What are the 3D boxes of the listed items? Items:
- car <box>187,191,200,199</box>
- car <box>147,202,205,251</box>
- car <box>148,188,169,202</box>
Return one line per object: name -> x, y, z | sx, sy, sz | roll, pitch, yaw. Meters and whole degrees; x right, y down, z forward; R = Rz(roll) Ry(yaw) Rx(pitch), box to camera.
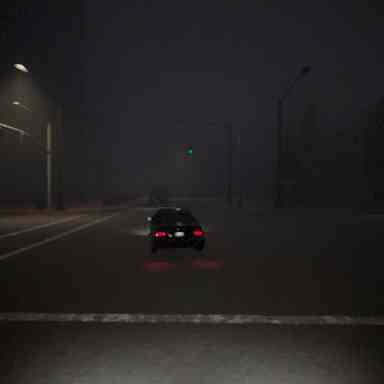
car -> 0.211, 0.522, 64.945 | 1.812, 1.442, 4.674 | 0, 1, 11
car -> -0.743, 1.355, 13.124 | 2.033, 1.411, 5.357 | 0, 1, -8
car -> -3.918, 0.604, 39.938 | 2.150, 2.045, 5.566 | 0, 1, 0
